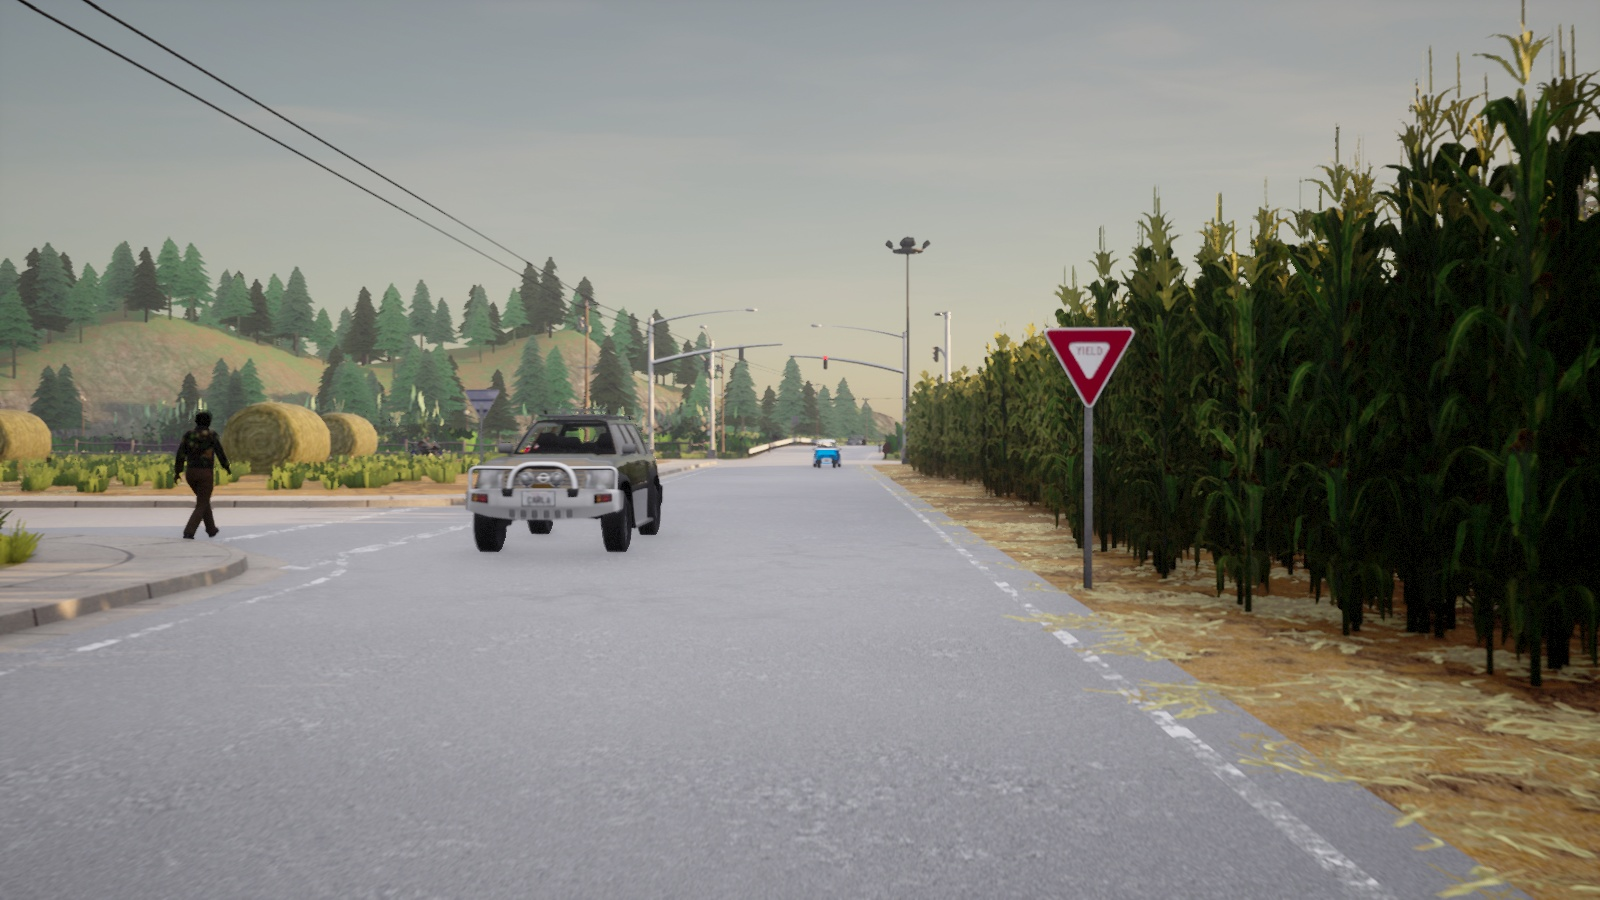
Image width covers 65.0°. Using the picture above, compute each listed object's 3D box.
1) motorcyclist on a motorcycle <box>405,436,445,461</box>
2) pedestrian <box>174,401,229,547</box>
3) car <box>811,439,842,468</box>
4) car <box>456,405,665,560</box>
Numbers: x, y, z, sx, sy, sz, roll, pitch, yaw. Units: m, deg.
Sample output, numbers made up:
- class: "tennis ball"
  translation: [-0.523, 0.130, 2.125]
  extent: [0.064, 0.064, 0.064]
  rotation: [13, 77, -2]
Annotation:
- class: "motorcyclist on a motorcycle"
  translation: [-22.885, -0.089, 76.648]
  extent: [2.191, 1.530, 0.866]
  rotation: [0, 1, 4]
- class: "pedestrian"
  translation: [-8.092, 0.313, 16.983]
  extent: [0.395, 1.930, 0.692]
  rotation: [0, 1, 1]
- class: "car"
  translation: [1.273, 0.152, 60.683]
  extent: [1.481, 1.376, 2.207]
  rotation: [0, 1, 2]
- class: "car"
  translation: [-3.124, 0.364, 17.365]
  extent: [1.932, 1.855, 4.605]
  rotation: [0, 1, 1]
